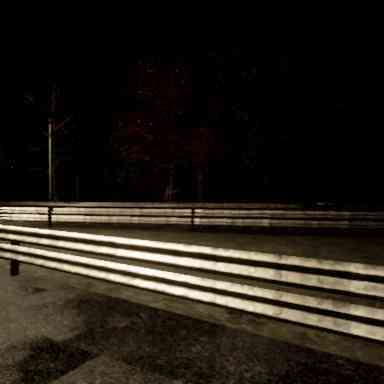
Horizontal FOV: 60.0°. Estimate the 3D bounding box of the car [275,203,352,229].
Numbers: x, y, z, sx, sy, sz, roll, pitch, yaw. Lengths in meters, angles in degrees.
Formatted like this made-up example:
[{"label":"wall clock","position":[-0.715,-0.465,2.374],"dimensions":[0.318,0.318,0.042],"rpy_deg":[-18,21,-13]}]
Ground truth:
[{"label":"car","position":[8.057,1.533,22.298],"dimensions":[4.856,1.649,2.033],"rpy_deg":[0,0,17]}]
